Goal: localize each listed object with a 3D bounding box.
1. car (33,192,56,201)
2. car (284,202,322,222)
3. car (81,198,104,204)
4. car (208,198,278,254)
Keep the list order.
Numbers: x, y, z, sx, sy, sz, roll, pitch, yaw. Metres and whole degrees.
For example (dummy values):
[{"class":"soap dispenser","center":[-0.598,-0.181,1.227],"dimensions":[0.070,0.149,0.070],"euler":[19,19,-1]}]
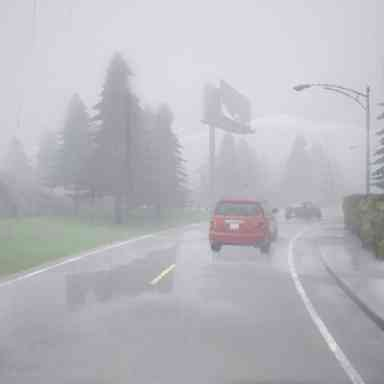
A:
[{"class":"car","center":[-30.185,0.994,68.141],"dimensions":[5.566,2.045,2.150],"euler":[0,0,36]},{"class":"car","center":[8.887,1.530,26.565],"dimensions":[1.812,1.442,4.674],"euler":[0,0,37]},{"class":"car","center":[-17.966,1.385,59.322],"dimensions":[5.357,1.411,2.033],"euler":[0,0,36]},{"class":"car","center":[2.280,1.255,13.826],"dimensions":[2.150,2.045,5.566],"euler":[0,0,18]}]
